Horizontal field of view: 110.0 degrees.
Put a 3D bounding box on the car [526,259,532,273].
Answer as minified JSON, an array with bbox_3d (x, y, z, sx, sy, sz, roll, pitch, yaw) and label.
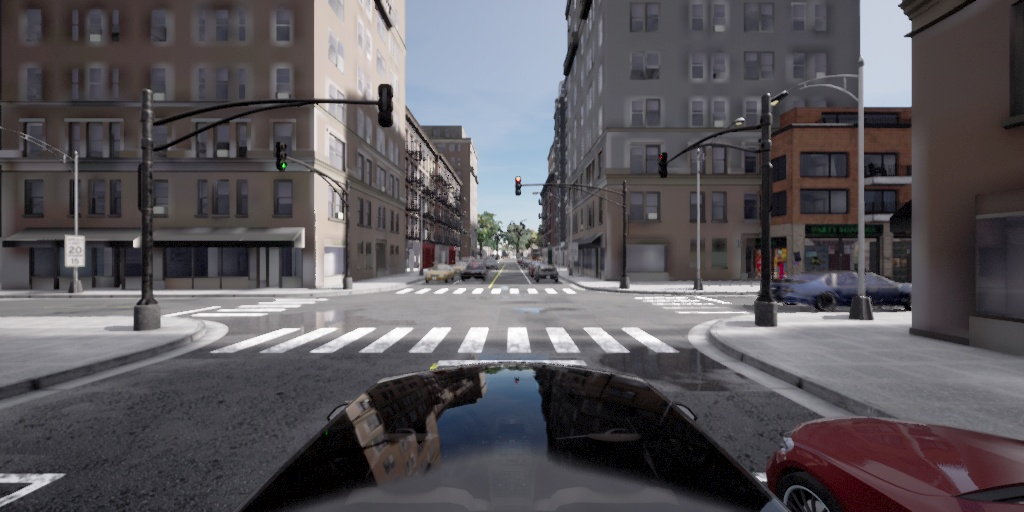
[{"bbox_3d":[2.573,1.272,33.286,1.888,1.381,4.507,0,0,0],"label":"car"}]

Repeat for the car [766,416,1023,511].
[{"bbox_3d":[2.640,1.333,0.797,1.802,1.307,4.207,0,0,0],"label":"car"}]

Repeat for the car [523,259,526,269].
[{"bbox_3d":[2.562,1.274,38.768,2.007,1.370,4.403,0,0,0],"label":"car"}]

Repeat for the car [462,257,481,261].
[{"bbox_3d":[-5.497,1.035,44.234,2.192,1.841,5.009,0,0,0],"label":"car"}]

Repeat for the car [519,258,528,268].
[{"bbox_3d":[2.528,1.264,55.214,2.007,1.370,4.403,0,0,0],"label":"car"}]

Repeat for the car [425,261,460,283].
[{"bbox_3d":[-5.468,1.256,27.618,1.751,1.417,4.829,0,0,0],"label":"car"}]

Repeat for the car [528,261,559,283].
[{"bbox_3d":[2.584,1.281,27.805,2.007,1.370,4.403,0,0,0],"label":"car"}]

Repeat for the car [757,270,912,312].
[{"bbox_3d":[12.130,1.223,13.093,5.357,1.411,2.033,0,0,2],"label":"car"}]

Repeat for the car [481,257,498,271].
[{"bbox_3d":[-2.935,1.222,49.559,1.837,1.490,4.892,0,0,0],"label":"car"}]

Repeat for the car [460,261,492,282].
[{"bbox_3d":[-2.904,1.331,28.472,1.895,1.301,4.718,0,0,0],"label":"car"}]

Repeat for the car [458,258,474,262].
[{"bbox_3d":[-5.487,1.249,38.582,1.751,1.417,4.829,0,0,0],"label":"car"}]
